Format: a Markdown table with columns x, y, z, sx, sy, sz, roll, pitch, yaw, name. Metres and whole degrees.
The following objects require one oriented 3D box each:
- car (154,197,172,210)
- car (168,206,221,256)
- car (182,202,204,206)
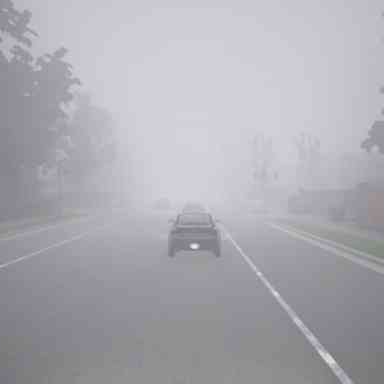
| x | y | z | sx | sy | sz | roll | pitch | yaw | name |
| --- | --- | --- | --- | --- | --- | --- | --- | --- | --- |
| -3.575 | 1.437 | 41.805 | 1.882 | 1.535 | 5.008 | 0 | 1 | 0 | car |
| 0.091 | 1.505 | 13.170 | 1.837 | 1.490 | 4.892 | 0 | 0 | 0 | car |
| 0.098 | 1.559 | 28.638 | 1.994 | 1.385 | 4.181 | 0 | 0 | 0 | car |
